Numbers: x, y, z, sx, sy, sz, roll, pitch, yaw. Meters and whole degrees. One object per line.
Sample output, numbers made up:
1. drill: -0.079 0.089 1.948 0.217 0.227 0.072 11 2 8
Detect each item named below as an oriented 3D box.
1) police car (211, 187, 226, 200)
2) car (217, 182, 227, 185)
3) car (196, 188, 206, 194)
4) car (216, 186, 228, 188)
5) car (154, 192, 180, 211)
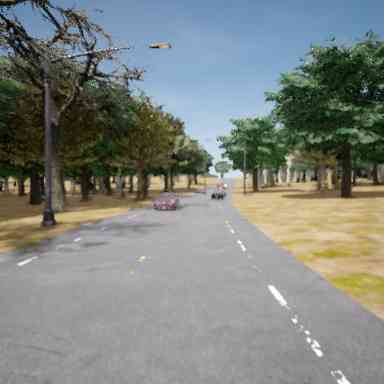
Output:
1. police car: 4.120 0.393 53.968 1.930 1.638 5.238 0 2 6
2. car: 7.536 -1.063 87.649 2.150 2.045 5.566 0 2 8
3. car: 2.081 -0.194 73.671 1.994 1.385 4.181 0 2 8
4. car: 5.309 0.131 63.724 1.882 1.535 5.008 0 2 8
5. car: -2.417 0.845 32.685 2.097 1.767 4.553 0 1 4
